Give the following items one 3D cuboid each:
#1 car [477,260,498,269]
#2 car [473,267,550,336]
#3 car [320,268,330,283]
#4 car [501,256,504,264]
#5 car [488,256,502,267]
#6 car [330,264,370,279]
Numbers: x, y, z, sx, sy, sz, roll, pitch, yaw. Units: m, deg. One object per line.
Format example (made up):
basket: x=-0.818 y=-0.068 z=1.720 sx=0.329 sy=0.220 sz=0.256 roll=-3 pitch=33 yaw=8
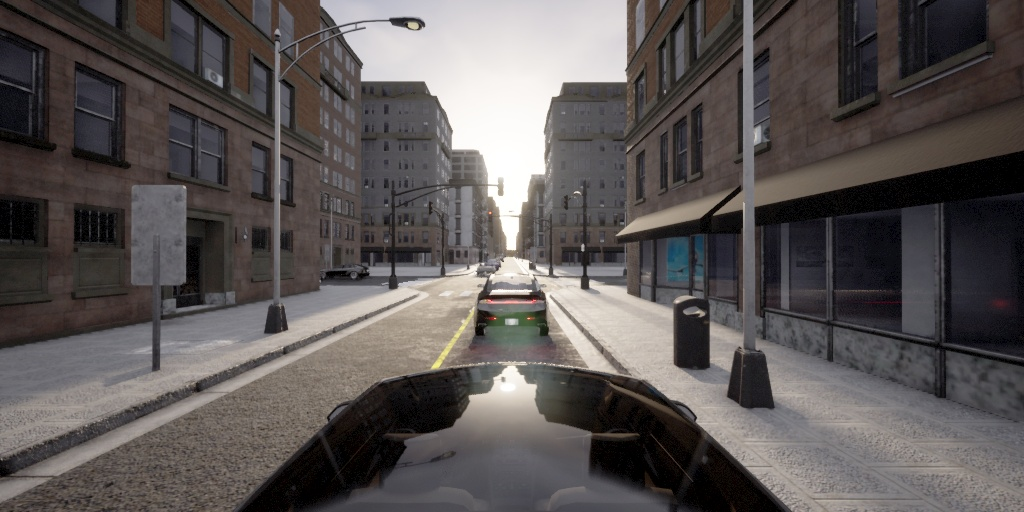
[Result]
car: x=-2.715 y=1.333 z=37.361 sx=1.895 sy=1.301 sz=4.718 roll=0 pitch=0 yaw=-3
car: x=-0.002 y=1.242 z=10.349 sx=2.128 sy=1.511 sz=4.902 roll=0 pitch=0 yaw=0
car: x=-14.775 y=1.289 z=23.491 sx=4.313 sy=1.339 sz=1.948 roll=0 pitch=0 yaw=0
car: x=-2.832 y=1.201 z=62.812 sx=1.837 sy=1.490 sz=4.892 roll=0 pitch=1 yaw=0
car: x=-2.856 y=1.192 z=50.572 sx=1.882 sy=1.535 sz=5.008 roll=0 pitch=0 yaw=0
car: x=-14.772 y=1.330 z=31.517 sx=4.313 sy=1.339 sz=1.948 roll=0 pitch=0 yaw=0
